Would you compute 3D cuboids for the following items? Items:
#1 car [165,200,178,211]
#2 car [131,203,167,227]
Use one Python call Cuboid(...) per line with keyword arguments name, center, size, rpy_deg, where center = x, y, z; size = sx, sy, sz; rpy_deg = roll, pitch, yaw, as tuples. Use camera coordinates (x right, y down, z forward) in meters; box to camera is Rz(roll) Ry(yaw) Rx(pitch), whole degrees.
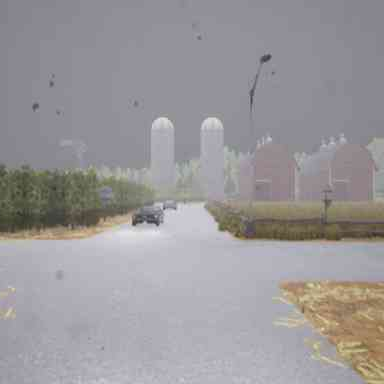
Cuboid(name="car", center=(-3.087, 1.869, 46.820), size=(1.812, 1.442, 4.674), rpy_deg=(0, 0, 0))
Cuboid(name="car", center=(-3.093, 1.720, 24.037), size=(1.895, 1.301, 4.718), rpy_deg=(0, -1, 0))
